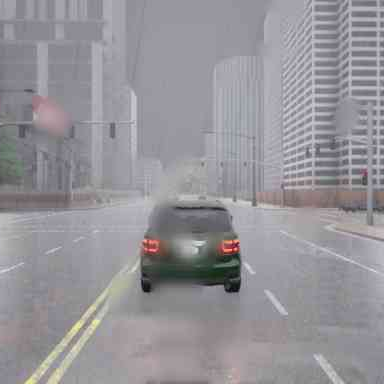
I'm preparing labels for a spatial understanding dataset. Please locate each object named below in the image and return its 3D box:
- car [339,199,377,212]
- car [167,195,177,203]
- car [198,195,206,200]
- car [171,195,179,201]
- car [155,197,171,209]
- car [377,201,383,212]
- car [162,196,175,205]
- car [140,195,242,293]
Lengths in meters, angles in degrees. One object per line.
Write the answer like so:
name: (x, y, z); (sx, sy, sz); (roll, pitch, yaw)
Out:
car: (19.464, 1.547, 37.382); (5.357, 1.411, 2.033); (0, 0, -1)
car: (-4.085, 1.478, 69.457); (1.882, 1.535, 5.008); (0, 0, 0)
car: (2.733, 1.500, 90.625); (1.837, 1.490, 4.892); (0, 0, 0)
car: (-4.209, 1.463, 83.849); (1.882, 1.535, 5.008); (0, 0, 0)
car: (-3.981, 1.505, 46.347); (1.837, 1.490, 4.892); (0, 0, 0)
car: (22.133, 1.477, 33.917); (5.008, 1.535, 1.882); (0, 0, -1)
car: (-4.068, 1.525, 58.226); (1.812, 1.442, 4.674); (0, 0, 0)
car: (-0.021, 1.221, 9.015); (2.150, 2.045, 5.566); (0, 0, 0)
